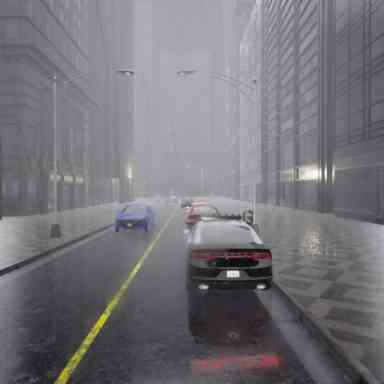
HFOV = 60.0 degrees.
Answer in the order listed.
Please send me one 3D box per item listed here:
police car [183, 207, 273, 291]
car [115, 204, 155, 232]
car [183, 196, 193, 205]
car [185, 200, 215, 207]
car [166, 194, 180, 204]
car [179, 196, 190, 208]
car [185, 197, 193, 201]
[{"bbox_3d":[0.787,1.424,9.188,1.930,1.638,5.238,0,0,-1],"label":"police car"},{"bbox_3d":[-3.347,1.476,20.171,1.882,1.535,5.008,0,0,-1],"label":"car"},{"bbox_3d":[-0.733,1.523,60.289,1.812,1.442,4.674,0,0,-1],"label":"car"},{"bbox_3d":[0.666,1.476,19.077,1.882,1.535,5.008,0,0,-1],"label":"car"},{"bbox_3d":[-3.821,1.489,63.026,2.128,1.511,4.902,0,0,0],"label":"car"},{"bbox_3d":[-0.557,1.598,46.676,1.895,1.301,4.718,0,0,0],"label":"car"},{"bbox_3d":[0.591,1.453,25.267,1.801,1.575,5.366,0,0,-1],"label":"car"}]
